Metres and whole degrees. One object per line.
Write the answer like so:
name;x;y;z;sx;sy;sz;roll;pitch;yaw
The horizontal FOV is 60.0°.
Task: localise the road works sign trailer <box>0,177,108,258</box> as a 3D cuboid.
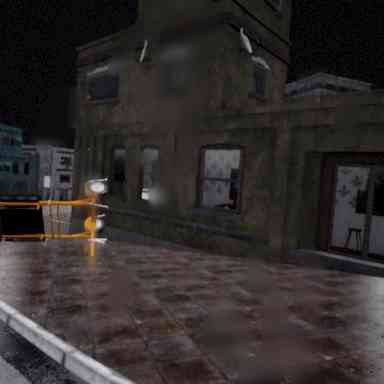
road works sign trailer;-4.870;1.145;11.784;3.560;2.380;2.880;2;43;-17
